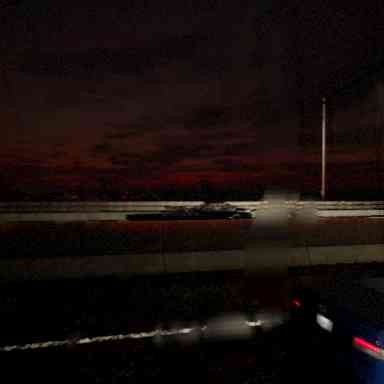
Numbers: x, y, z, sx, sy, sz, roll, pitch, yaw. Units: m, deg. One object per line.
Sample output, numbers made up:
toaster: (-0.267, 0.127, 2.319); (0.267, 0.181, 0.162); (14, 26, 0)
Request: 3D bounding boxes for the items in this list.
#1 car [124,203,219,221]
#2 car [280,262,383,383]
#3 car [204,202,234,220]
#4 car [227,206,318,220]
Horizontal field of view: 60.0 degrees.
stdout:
car: (-1.235, 1.437, 17.730); (4.718, 1.301, 1.895); (0, 1, -14)
car: (3.920, 1.536, 4.390); (5.357, 1.411, 2.033); (0, 1, -14)
car: (1.335, 1.367, 21.999); (5.357, 1.411, 2.033); (0, 1, -14)
car: (4.293, 1.498, 15.533); (4.718, 1.301, 1.895); (0, 1, -14)
